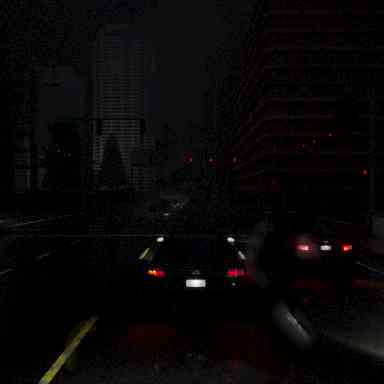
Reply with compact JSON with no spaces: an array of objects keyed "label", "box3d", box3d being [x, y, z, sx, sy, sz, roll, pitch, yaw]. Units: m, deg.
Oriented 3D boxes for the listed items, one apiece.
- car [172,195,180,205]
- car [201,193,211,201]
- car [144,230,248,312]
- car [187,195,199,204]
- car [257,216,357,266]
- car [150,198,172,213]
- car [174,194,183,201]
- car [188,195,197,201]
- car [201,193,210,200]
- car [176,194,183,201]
[{"label":"car","box3d":[-3.495,1.601,57.227,1.895,1.301,4.718,0,0,0]},{"label":"car","box3d":[3.627,1.493,80.597,1.837,1.490,4.892,0,0,0]},{"label":"car","box3d":[0.081,1.564,7.820,1.994,1.385,4.181,0,0,0]},{"label":"car","box3d":[0.199,1.505,63.258,1.837,1.490,4.892,0,0,0]},{"label":"car","box3d":[3.607,1.547,11.437,2.033,1.411,5.357,0,0,0]},{"label":"car","box3d":[-3.545,1.487,36.982,1.837,1.490,4.892,0,0,0]},{"label":"car","box3d":[-3.367,1.341,84.409,2.097,1.767,4.553,0,0,0]},{"label":"car","box3d":[0.128,1.534,81.459,2.033,1.411,5.357,0,0,0]},{"label":"car","box3d":[3.642,1.207,90.481,2.150,2.045,5.566,0,0,0]},{"label":"car","box3d":[-3.391,1.522,69.494,2.128,1.511,4.902,0,0,0]}]
